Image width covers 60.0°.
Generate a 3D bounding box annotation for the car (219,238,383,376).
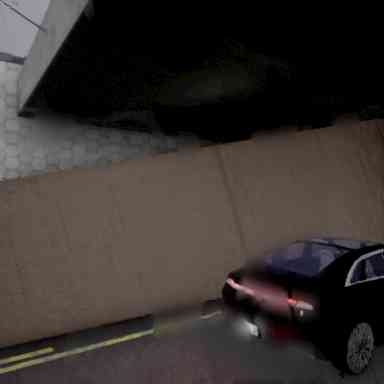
[{"bbox_3d":[2.705,1.548,5.666,4.902,1.511,2.128,1,0,-35],"label":"car"}]
